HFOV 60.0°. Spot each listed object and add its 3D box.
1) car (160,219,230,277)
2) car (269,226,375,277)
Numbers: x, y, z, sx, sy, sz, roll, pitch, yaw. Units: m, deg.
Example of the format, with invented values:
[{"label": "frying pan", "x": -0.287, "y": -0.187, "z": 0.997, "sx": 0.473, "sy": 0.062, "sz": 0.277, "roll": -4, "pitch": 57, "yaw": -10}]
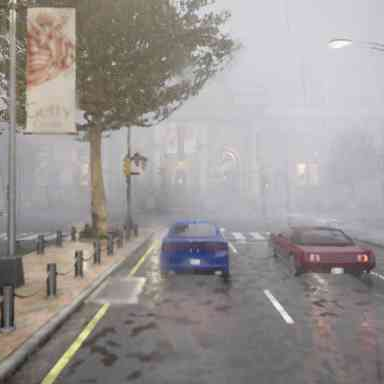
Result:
[{"label": "car", "x": 0.083, "y": 1.604, "z": 10.698, "sx": 1.882, "sy": 1.535, "sz": 5.008, "roll": 0, "pitch": -1, "yaw": 0}, {"label": "car", "x": 3.758, "y": 1.727, "z": 10.629, "sx": 1.895, "sy": 1.301, "sz": 4.718, "roll": 0, "pitch": -1, "yaw": 2}]
